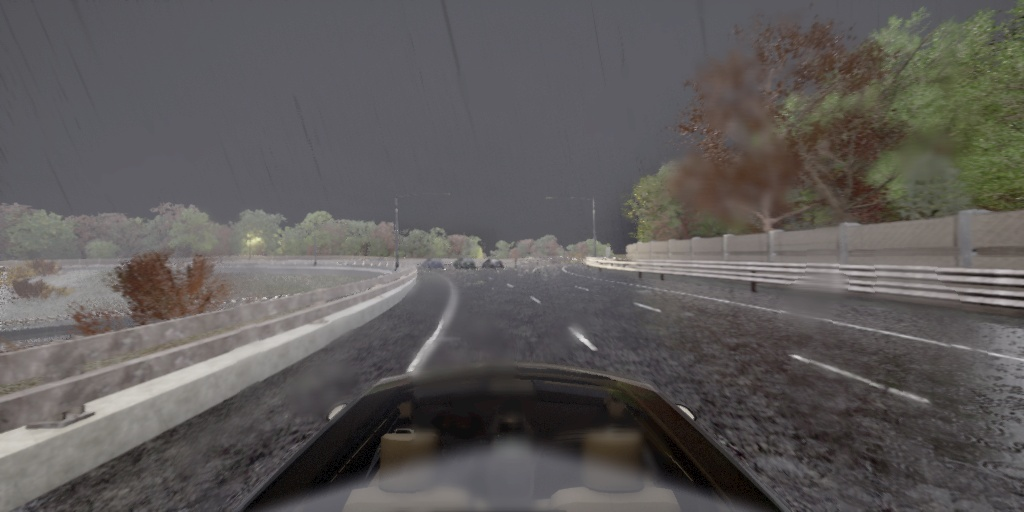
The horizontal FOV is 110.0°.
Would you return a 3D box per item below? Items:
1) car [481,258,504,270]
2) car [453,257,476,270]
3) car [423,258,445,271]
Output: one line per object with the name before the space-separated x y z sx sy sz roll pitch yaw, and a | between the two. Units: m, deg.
car | -2.620 1.045 48.237 1.812 1.442 4.674 -1 0 -24
car | -6.524 0.956 48.399 2.097 1.767 4.553 -2 0 -25
car | -10.785 1.040 49.192 2.097 1.767 4.553 -1 0 -26
